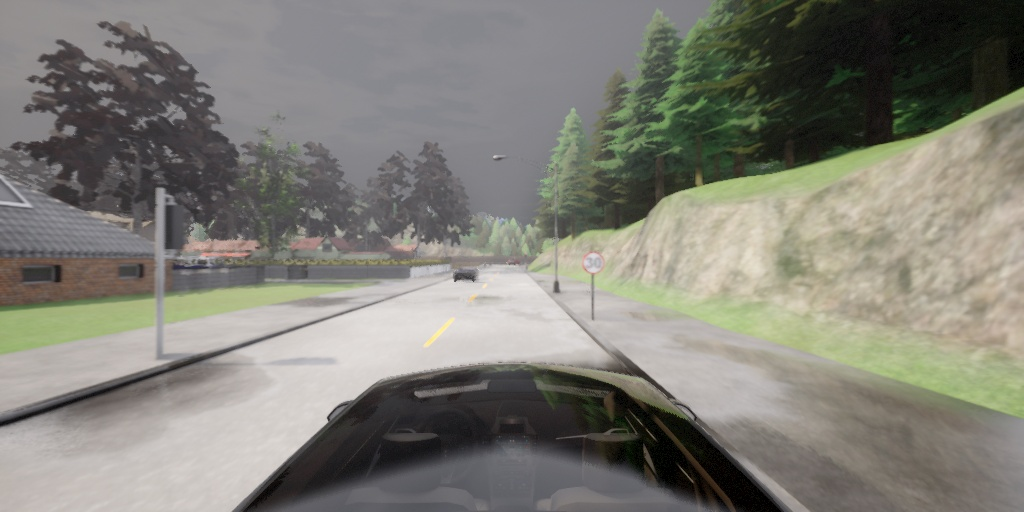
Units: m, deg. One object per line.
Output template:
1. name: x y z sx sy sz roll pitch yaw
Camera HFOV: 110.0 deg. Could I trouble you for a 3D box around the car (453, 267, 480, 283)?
1. car: -4.002 1.622 31.826 1.895 1.301 4.718 0 0 0
